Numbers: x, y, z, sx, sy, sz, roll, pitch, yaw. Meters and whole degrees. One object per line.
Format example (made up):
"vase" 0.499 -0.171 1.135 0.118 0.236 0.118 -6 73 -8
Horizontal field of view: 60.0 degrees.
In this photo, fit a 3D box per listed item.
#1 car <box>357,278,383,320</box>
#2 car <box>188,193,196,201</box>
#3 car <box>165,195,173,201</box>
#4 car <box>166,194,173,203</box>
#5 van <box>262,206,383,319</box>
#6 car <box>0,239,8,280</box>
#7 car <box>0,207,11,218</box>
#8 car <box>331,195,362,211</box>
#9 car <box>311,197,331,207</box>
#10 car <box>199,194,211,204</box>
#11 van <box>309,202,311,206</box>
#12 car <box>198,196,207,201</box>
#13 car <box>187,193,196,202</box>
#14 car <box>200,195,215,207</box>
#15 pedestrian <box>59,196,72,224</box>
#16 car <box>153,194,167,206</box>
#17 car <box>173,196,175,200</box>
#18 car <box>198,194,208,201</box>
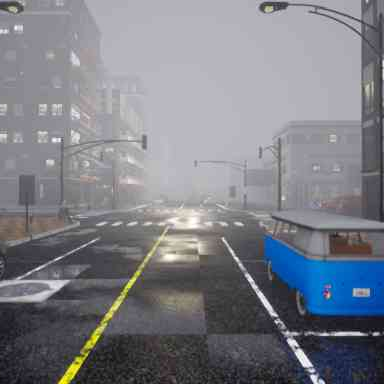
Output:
"car" 2.659 1.582 1.377 1.802 1.307 4.206 0 0 0
"car" -0.051 1.206 88.691 2.150 2.045 5.566 0 0 0
"car" -5.738 1.609 84.912 1.752 1.417 4.829 0 0 0
"car" -5.727 1.369 68.465 2.192 1.841 5.009 0 0 0
"van" 2.656 1.342 7.066 1.690 1.788 3.998 0 0 0
"car" -5.692 1.566 7.087 1.947 1.339 4.313 0 0 0
"car" -17.482 1.532 27.866 4.206 1.307 1.802 0 0 0
"car" 14.906 1.356 27.965 5.009 1.841 2.192 0 0 0
"car" 15.472 1.293 33.755 5.566 2.045 2.150 0 0 0
"car" 2.653 1.369 68.471 2.192 1.841 5.009 0 0 0
"van" 14.878 1.423 36.345 3.998 1.788 1.690 0 0 0
"car" 2.643 1.635 85.088 2.008 1.369 4.403 0 0 0
"car" -0.046 1.427 78.628 2.097 1.767 4.553 0 0 0
"car" 2.662 1.557 52.023 1.752 1.417 4.829 0 0 0
"pedestrian" -8.250 1.146 21.752 0.375 1.860 0.375 0 0 0
"car" -5.722 1.564 57.216 1.752 1.417 4.829 0 0 0
"car" -5.735 1.624 79.543 2.008 1.369 4.403 0 0 0
"car" 2.656 1.628 62.931 1.802 1.307 4.206 0 0 0
